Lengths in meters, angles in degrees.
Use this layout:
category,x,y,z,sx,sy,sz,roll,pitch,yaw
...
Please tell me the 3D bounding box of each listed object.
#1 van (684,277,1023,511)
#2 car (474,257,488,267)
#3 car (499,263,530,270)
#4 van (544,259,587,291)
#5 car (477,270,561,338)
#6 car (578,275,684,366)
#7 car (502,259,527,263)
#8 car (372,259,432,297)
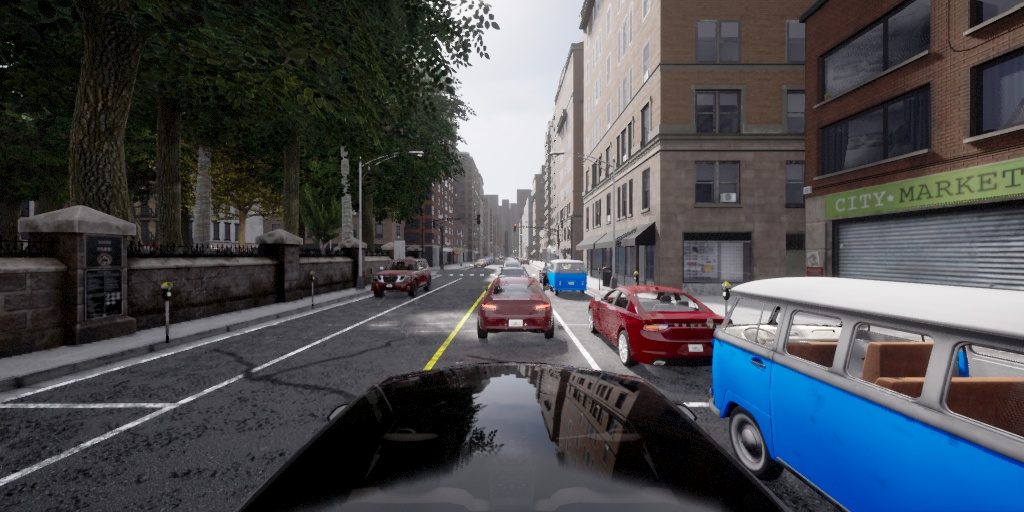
category,x,y,z,sx,sy,sz,roll,pitch,yaw
van,2.857,1.091,2.143,1.690,1.789,3.998,0,0,0
car,-5.651,1.230,62.606,1.751,1.417,4.829,0,0,0
car,0.102,1.292,19.585,2.033,1.411,5.357,0,0,1
van,2.861,1.086,19.125,1.690,1.789,3.998,0,0,0
car,0.097,1.275,10.006,1.812,1.442,4.674,0,0,0
car,2.858,1.294,7.804,1.888,1.381,4.507,0,0,0
car,0.011,1.243,29.329,1.837,1.490,4.892,0,0,0
car,-5.663,1.060,19.087,2.192,1.841,5.009,0,0,0
